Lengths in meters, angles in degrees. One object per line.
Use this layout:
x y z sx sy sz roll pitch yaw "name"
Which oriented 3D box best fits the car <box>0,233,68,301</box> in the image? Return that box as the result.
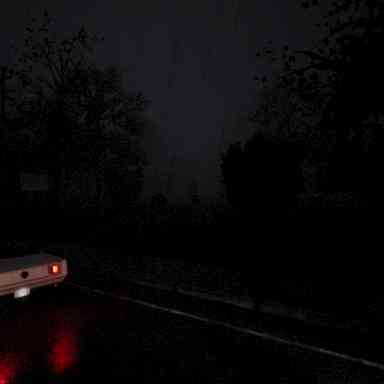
-4.995 1.600 7.542 4.718 1.301 1.895 0 0 35 "car"
